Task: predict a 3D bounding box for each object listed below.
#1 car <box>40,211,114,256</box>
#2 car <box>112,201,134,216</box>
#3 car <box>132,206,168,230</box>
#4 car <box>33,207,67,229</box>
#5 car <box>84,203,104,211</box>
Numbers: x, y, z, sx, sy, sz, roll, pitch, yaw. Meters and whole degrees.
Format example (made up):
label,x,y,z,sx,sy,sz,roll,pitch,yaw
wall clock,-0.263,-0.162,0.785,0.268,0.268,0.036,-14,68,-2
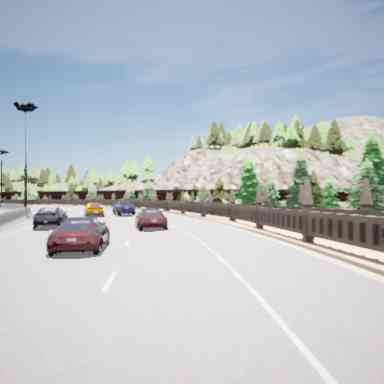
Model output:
label,x,y,z,sx,sy,sz,roll,pitch,yaw
car,-4.662,1.747,14.143,1.994,1.385,4.181,0,-1,-8
car,-8.150,1.868,39.651,2.097,1.767,4.553,0,-1,-22
car,-2.919,1.846,23.476,1.994,1.385,4.181,0,-1,-13
car,-10.350,1.838,24.494,2.128,1.511,4.902,0,-1,-14
car,-11.252,2.000,38.074,1.882,1.535,5.008,0,-1,-22
